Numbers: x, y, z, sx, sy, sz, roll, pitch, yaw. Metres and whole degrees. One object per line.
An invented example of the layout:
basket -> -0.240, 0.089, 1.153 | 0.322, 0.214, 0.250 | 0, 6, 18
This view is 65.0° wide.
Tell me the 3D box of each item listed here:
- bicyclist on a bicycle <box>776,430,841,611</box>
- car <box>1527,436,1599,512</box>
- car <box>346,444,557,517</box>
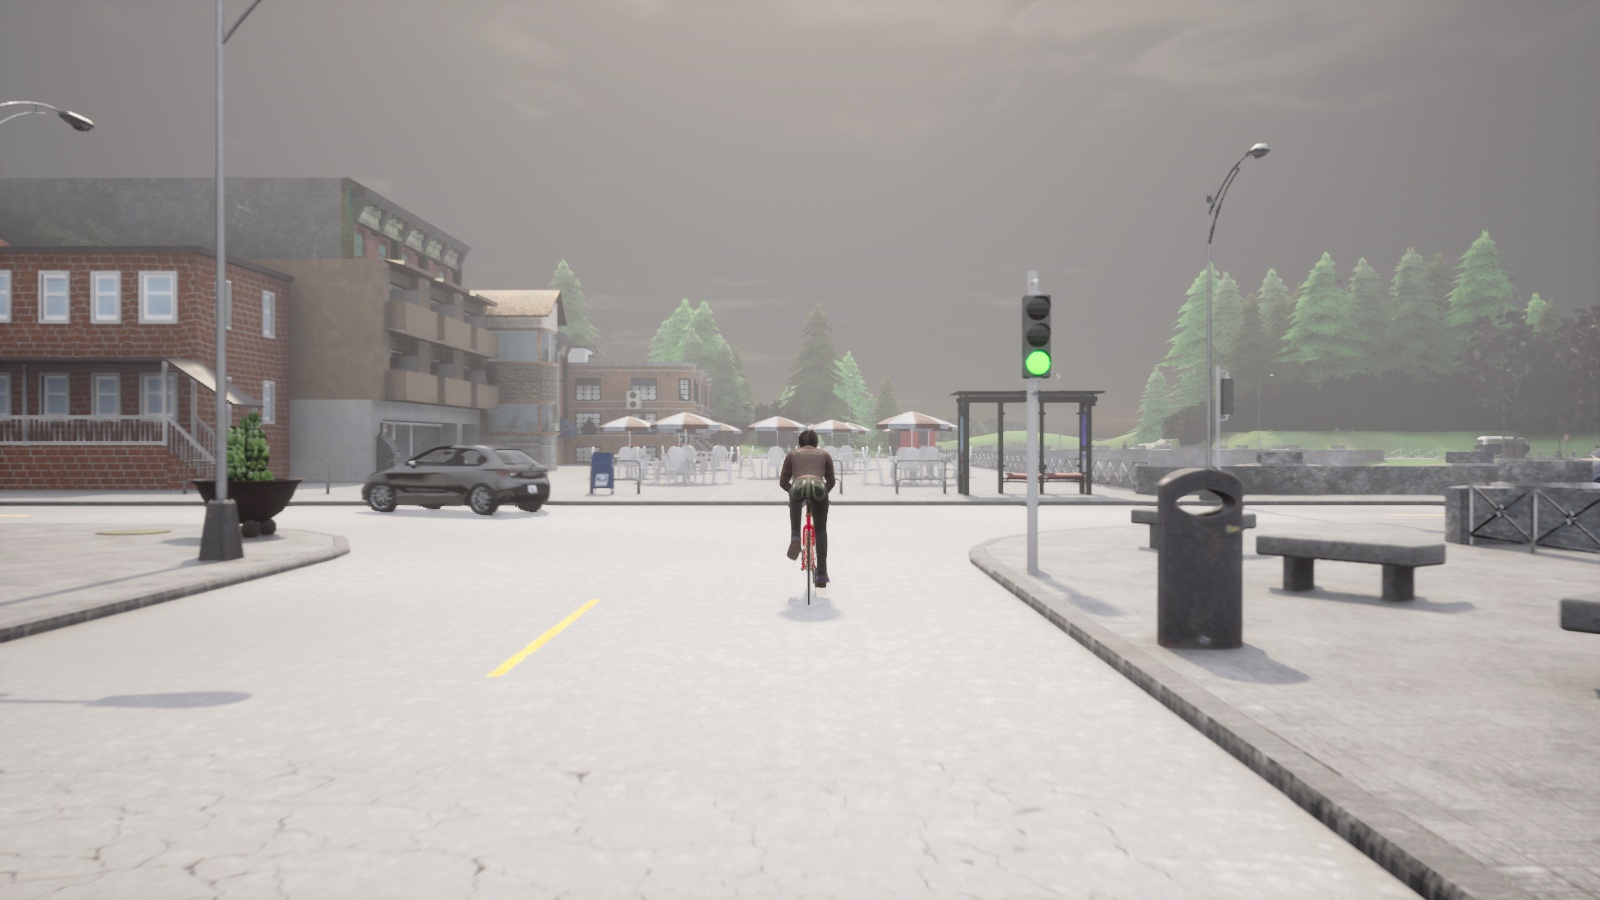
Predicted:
bicyclist on a bicycle -> 0.081, 0.631, 12.092 | 0.582, 1.620, 1.656 | 0, 0, 0
car -> 18.502, 0.504, 27.565 | 3.988, 1.617, 1.851 | 0, 0, 0
car -> -7.492, 0.602, 26.940 | 4.193, 1.474, 1.816 | 0, 0, 25
